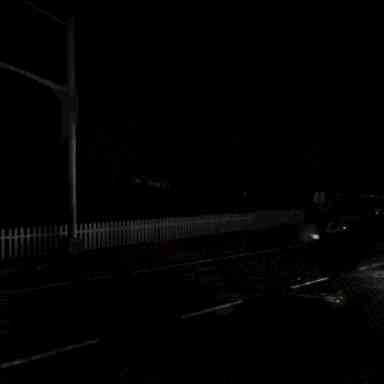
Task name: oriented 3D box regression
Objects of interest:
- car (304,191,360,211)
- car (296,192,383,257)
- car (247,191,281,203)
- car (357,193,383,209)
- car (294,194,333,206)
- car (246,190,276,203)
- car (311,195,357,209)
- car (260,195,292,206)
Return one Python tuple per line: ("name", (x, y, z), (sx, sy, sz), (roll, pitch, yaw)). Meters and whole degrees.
("car", (15.879, 0.969, 37.925), (2.150, 2.045, 5.566), (-1, 0, -37))
("car", (6.427, 1.131, 12.848), (5.566, 2.045, 2.150), (-1, 0, -35))
("car", (9.770, 0.877, 45.985), (2.150, 2.045, 5.566), (-1, 2, -37))
("car", (22.819, 1.049, 40.366), (2.097, 1.767, 4.553), (-1, 0, -37))
("car", (17.294, 1.150, 47.651), (1.882, 1.535, 5.008), (-1, 1, -37))
("car", (11.418, 0.691, 55.422), (2.097, 1.767, 4.553), (-1, 3, -37))
("car", (17.604, 1.211, 41.450), (2.128, 1.511, 4.902), (-1, 0, -37))
("car", (12.231, 1.180, 48.541), (1.994, 1.385, 4.181), (-1, 2, -38))
